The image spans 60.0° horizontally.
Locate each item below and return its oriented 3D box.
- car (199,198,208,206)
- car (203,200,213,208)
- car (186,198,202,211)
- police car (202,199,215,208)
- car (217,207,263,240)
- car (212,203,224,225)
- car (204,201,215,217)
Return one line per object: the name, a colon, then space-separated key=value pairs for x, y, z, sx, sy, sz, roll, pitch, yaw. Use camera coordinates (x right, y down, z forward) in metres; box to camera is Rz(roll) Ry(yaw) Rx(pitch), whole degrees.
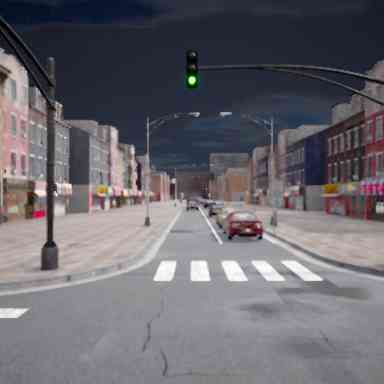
car: x=2.611 y=2.245 z=74.706 sx=1.967 sy=1.590 sz=4.097 roll=0 pitch=-1 yaw=0
car: x=3.001 y=2.188 z=63.080 sx=1.812 sy=1.442 sz=4.674 roll=0 pitch=-1 yaw=0
car: x=0.080 y=2.062 z=50.369 sx=2.033 sy=1.411 sz=5.357 roll=0 pitch=-1 yaw=-1
police car: x=2.989 y=2.003 z=56.191 sx=1.930 sy=1.638 sz=5.238 roll=0 pitch=-1 yaw=0
car: x=2.632 y=1.705 z=17.912 sx=1.887 sy=1.381 sz=4.507 roll=0 pitch=-1 yaw=0
car: x=2.630 y=1.742 z=23.761 sx=1.752 sy=1.417 sz=4.829 roll=0 pitch=-1 yaw=0
car: x=2.625 y=1.899 z=34.950 sx=1.947 sy=1.339 sz=4.313 roll=0 pitch=-1 yaw=0
